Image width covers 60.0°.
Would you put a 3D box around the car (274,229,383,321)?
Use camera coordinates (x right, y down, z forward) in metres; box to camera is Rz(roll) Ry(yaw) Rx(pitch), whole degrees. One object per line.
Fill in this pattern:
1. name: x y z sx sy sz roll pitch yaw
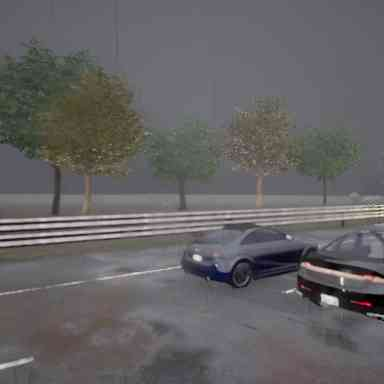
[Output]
1. car: 4.174 1.520 6.722 4.902 1.511 2.128 0 0 -35

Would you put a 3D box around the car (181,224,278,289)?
1. car: 1.766 1.591 9.302 4.181 1.385 1.994 0 0 -35
